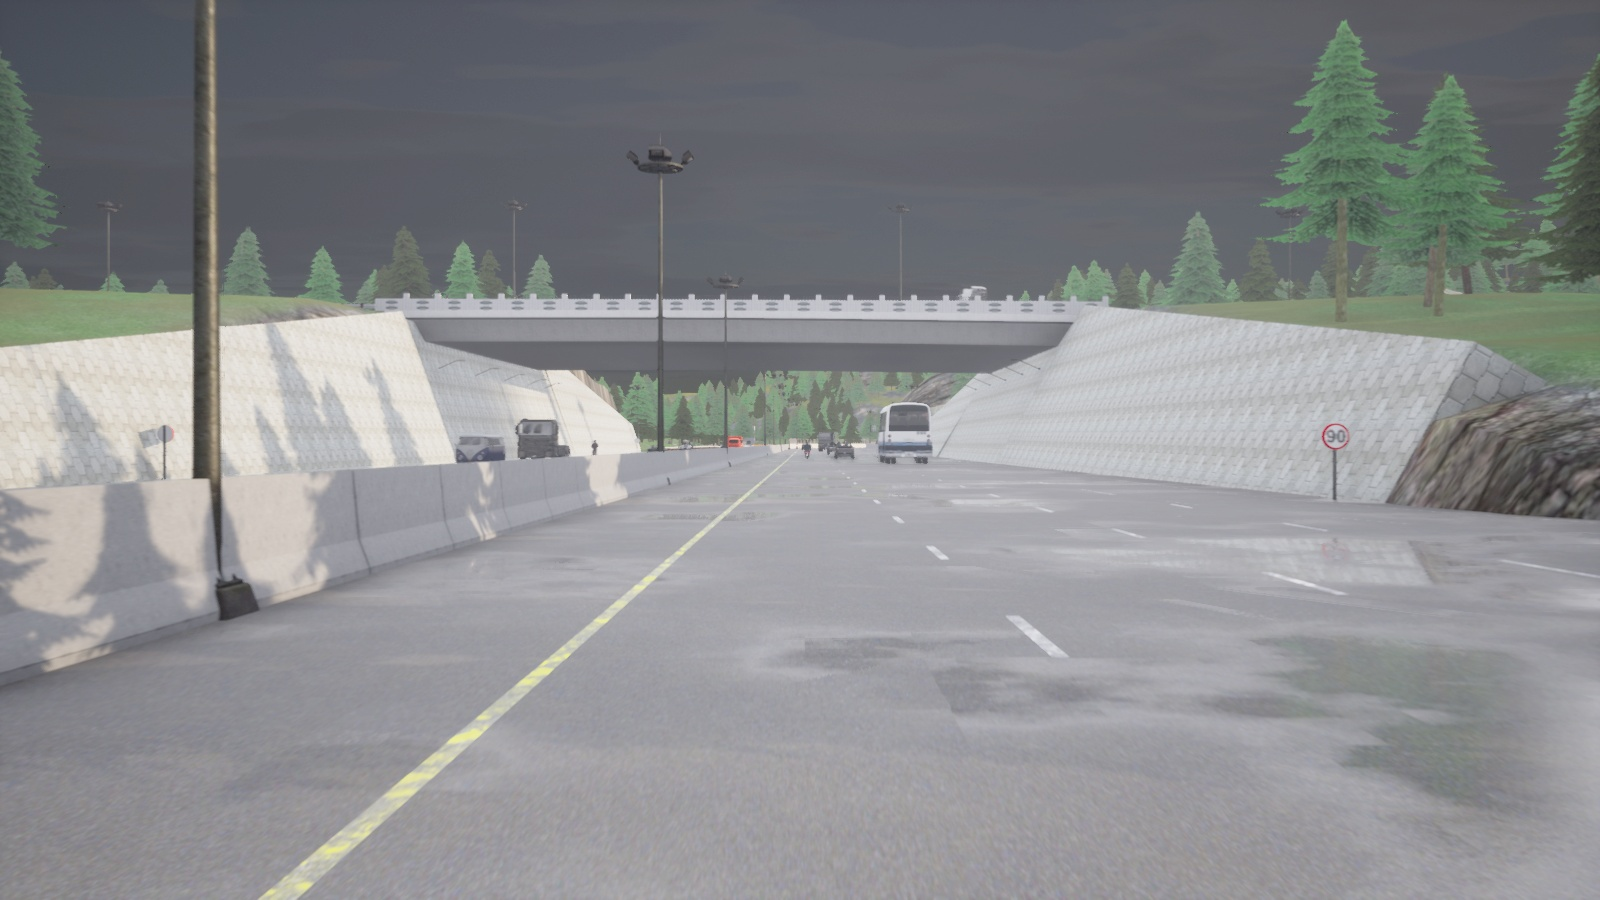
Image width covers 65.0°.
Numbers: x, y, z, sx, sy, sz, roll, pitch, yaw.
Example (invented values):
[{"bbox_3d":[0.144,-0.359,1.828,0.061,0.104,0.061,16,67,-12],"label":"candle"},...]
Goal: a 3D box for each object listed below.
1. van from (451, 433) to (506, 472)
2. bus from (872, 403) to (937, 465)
[{"bbox_3d":[-17.104,0.107,67.034,1.775,1.987,4.442,0,0,0],"label":"van"},{"bbox_3d":[7.540,-1.143,92.106,3.944,4.253,10.273,0,0,0],"label":"bus"}]
